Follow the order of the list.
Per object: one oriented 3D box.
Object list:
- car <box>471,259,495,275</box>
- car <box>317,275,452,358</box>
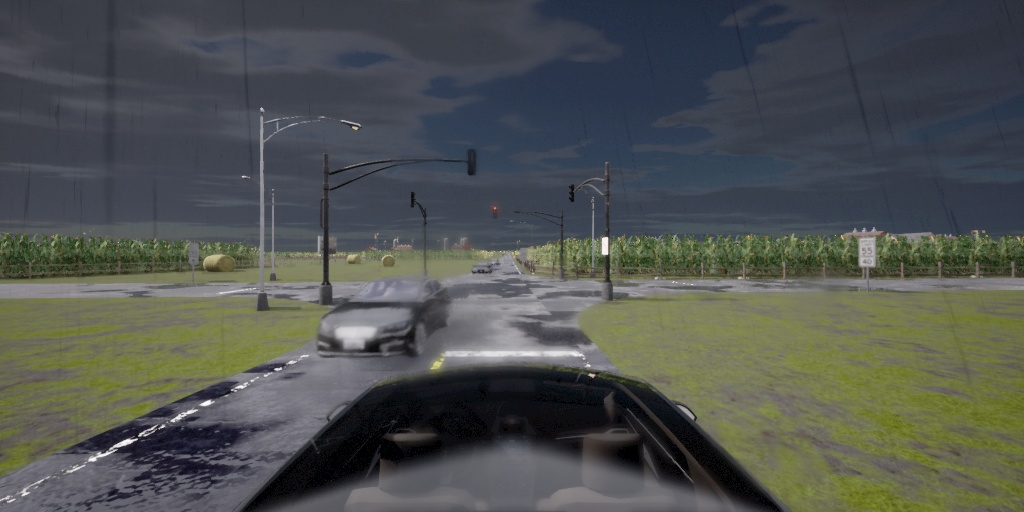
[{"bbox_3d":[-3.148,1.336,37.844,1.994,1.385,4.181,0,1,-1],"label":"car"},{"bbox_3d":[-2.663,1.243,8.565,2.128,1.511,4.902,0,0,1],"label":"car"}]
